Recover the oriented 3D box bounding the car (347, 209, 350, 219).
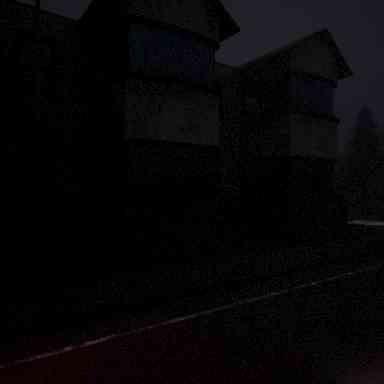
[{"bbox_3d":[10.482,1.352,27.227,2.097,1.767,4.553,0,0,-35],"label":"car"}]
